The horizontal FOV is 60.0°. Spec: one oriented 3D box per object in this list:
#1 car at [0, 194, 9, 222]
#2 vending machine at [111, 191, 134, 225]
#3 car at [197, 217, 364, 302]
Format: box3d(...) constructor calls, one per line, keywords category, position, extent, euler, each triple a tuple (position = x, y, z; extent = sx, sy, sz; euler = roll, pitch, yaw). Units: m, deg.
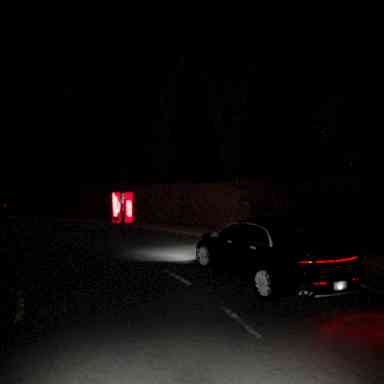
box3d(category="car", position=(-14.935, 1.079, 22.383), extent=(5.566, 2.045, 2.150), euler=(0, 1, 24))
box3d(category="vending machine", position=(-4.343, 0.971, 20.946), extent=(0.880, 2.100, 1.100), euler=(0, 1, 34))
box3d(category="car", position=(1.714, 1.384, 8.126), extent=(1.837, 1.490, 4.892), euler=(0, 0, -22))
